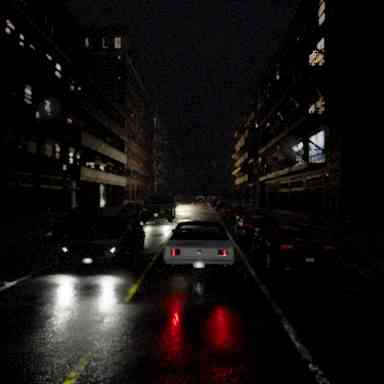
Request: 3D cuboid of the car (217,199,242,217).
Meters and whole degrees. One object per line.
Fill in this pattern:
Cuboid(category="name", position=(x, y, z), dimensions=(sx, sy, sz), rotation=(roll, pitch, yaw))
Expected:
Cuboid(category="car", position=(3.382, 1.560, 27.532), dimensions=(1.887, 1.381, 4.507), rotation=(1, 0, 2))

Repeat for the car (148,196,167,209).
Cuboid(category="car", position=(-4.551, 1.389, 44.769), dimensions=(1.967, 1.590, 4.097), rotation=(1, 0, 1))

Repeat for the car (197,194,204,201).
Cuboid(category="car", position=(2.113, 1.361, 82.787), dimensions=(1.837, 1.490, 4.892), rotation=(0, 0, 1))

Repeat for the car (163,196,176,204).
Cuboid(category="car", position=(-4.114, 1.493, 61.748), dimensions=(1.887, 1.381, 4.507), rotation=(1, 0, 1))

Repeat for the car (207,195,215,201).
Cuboid(category="car", position=(4.996, 1.562, 89.789), dimensions=(2.008, 1.369, 4.403), rotation=(1, 0, 2))

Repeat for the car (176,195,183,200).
Cuboid(category="car", position=(-3.384, 1.475, 89.876), dimensions=(1.752, 1.417, 4.829), rotation=(1, 0, 2))

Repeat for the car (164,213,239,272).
Cuboid(category="car", position=(0.245, 1.599, 10.831), dimensions=(1.895, 1.301, 4.718), rotation=(0, 0, 1))

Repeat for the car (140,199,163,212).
Cuboid(category="car", position=(-4.701, 1.516, 39.109), dimensions=(1.947, 1.339, 4.313), rotation=(1, 0, 1))

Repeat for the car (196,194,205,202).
Cuboid(category="car", position=(1.848, 1.537, 72.588), dimensions=(1.895, 1.301, 4.718), rotation=(0, 0, 1))

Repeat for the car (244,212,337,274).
Cuboid(category="car", position=(3.016, 1.564, 10.553), dimensions=(1.887, 1.381, 4.507), rotation=(1, 0, 1))

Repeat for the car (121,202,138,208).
Cuboid(category="car", position=(-4.995, 1.534, 27.789), dimensions=(1.802, 1.307, 4.206), rotation=(1, 0, 1))

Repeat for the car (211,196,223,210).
Cuboid(category="car", position=(3.675, 1.563, 38.851), dimensions=(2.008, 1.369, 4.403), rotation=(1, 0, 1))

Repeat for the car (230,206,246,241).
Cuboid(category="car", position=(3.090, 1.599, 16.214), dimensions=(1.802, 1.307, 4.206), rotation=(1, 0, 2))

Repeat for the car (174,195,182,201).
Cuboid(category="car", position=(-3.531, 1.474, 84.217), dimensions=(1.752, 1.417, 4.829), rotation=(1, 0, 1))

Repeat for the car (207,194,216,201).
Cuboid(category="car", position=(4.852, 1.451, 84.129), dimensions=(1.967, 1.590, 4.097), rotation=(1, 0, 1))

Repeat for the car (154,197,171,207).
Cuboid(category="car", position=(-4.408, 1.500, 50.428), dimensions=(2.008, 1.369, 4.403), rotation=(1, 0, 1))

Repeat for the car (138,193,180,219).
Cuboid(category="car", position=(-2.437, 1.183, 26.013), dimensions=(2.150, 2.045, 5.566), rotation=(0, 1, 2))

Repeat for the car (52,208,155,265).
Cuboid(category="car", position=(-2.828, 1.522, 11.869), dimensions=(2.033, 1.411, 5.357), rotation=(0, 0, 2))

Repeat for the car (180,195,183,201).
Cuboid(category="car", position=(-3.674, 1.494, 78.728), dimensions=(1.887, 1.381, 4.507), rotation=(1, 0, 1))

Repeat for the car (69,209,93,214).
Cuboid(category="car", position=(-5.290, 1.521, 16.474), dimensions=(1.947, 1.339, 4.313), rotation=(1, 0, 1))

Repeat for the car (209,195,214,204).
Cuboid(category="car", position=(3.971, 1.451, 50.170), dimensions=(1.967, 1.590, 4.097), rotation=(1, 0, 1))
